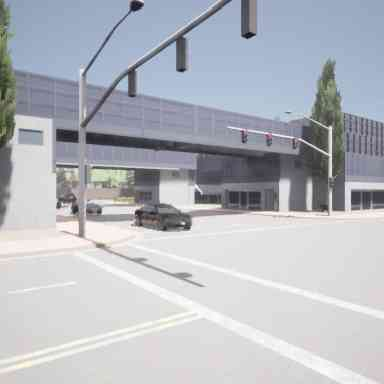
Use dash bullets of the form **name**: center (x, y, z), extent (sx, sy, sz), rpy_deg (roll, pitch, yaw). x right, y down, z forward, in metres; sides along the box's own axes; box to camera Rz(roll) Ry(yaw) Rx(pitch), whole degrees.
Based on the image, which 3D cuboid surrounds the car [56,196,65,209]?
- **car**: center (-18.726, 1.601, 43.945), extent (1.895, 1.301, 4.718), rpy_deg (0, 0, -36)

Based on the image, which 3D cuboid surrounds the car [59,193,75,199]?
- **car**: center (-23.749, 1.221, 63.027), extent (2.150, 2.045, 5.566), rpy_deg (0, 0, -36)

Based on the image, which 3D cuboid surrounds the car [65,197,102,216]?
- **car**: center (-10.285, 1.492, 32.320), extent (2.128, 1.511, 4.902), rpy_deg (0, 0, -36)

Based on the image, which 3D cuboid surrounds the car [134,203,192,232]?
- **car**: center (-1.884, 1.478, 20.651), extent (1.882, 1.535, 5.008), rpy_deg (0, 0, -34)
